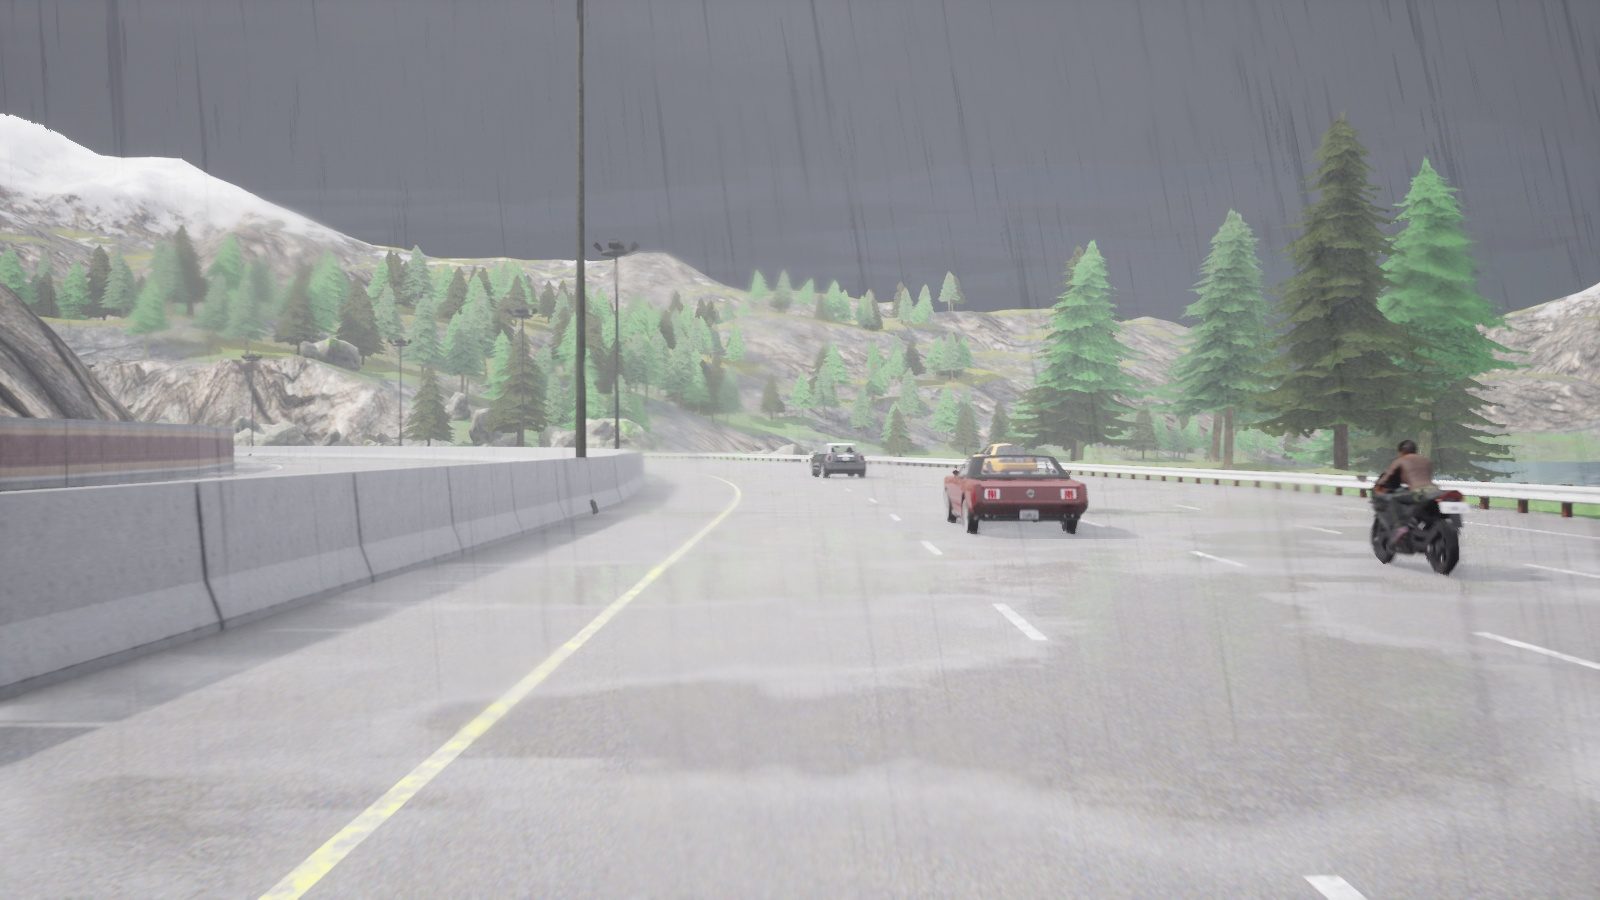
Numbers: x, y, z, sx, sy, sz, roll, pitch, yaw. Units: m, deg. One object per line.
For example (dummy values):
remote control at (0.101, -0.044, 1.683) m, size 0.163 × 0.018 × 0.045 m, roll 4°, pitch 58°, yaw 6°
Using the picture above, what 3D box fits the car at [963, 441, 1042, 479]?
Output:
car at (8.660, 0.386, 54.275) m, size 1.801 × 1.575 × 5.366 m, roll 0°, pitch 0°, yaw -9°

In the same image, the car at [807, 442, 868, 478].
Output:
car at (1.579, 0.408, 54.136) m, size 1.970 × 1.475 × 3.806 m, roll 0°, pitch 0°, yaw -9°

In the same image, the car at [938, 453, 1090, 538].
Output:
car at (3.643, 0.725, 22.203) m, size 1.895 × 1.301 × 4.718 m, roll 0°, pitch 0°, yaw 0°

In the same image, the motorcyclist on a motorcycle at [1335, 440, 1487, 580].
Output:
motorcyclist on a motorcycle at (7.100, 0.651, 14.716) m, size 0.797 × 1.523 × 2.044 m, roll 0°, pitch 0°, yaw 0°
